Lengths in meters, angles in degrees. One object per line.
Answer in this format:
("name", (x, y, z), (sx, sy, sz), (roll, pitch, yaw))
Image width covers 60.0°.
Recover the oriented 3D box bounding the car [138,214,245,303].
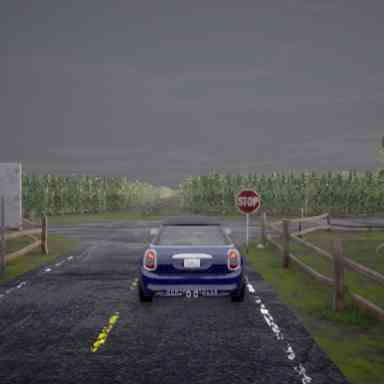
("car", (-0.028, 1.352, 8.359), (2.097, 1.767, 4.553), (0, 0, -1))
